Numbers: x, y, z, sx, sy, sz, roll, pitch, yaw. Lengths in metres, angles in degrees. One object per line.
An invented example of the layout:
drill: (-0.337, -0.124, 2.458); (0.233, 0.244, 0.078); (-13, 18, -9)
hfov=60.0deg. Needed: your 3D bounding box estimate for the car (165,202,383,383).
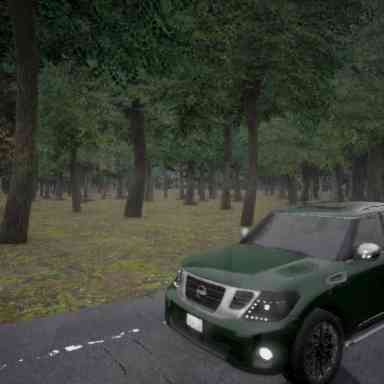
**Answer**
car: (2.278, 1.221, 5.622); (5.566, 2.045, 2.150); (0, 0, -36)
